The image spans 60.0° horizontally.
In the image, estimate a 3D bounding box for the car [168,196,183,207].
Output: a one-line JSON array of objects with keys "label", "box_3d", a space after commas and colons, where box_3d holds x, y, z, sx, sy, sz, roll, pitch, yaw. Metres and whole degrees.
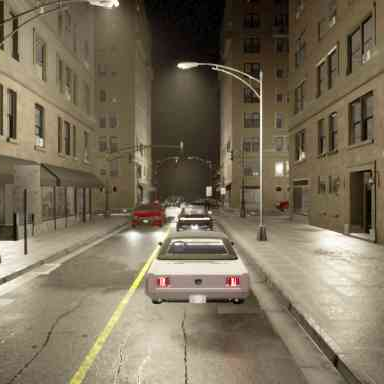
[{"label": "car", "box_3d": [-2.834, 1.398, 48.979, 2.097, 1.767, 4.553, 0, 0, 0]}]

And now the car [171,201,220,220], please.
[{"label": "car", "box_3d": [0.109, 1.499, 18.295, 2.128, 1.511, 4.902, 0, 0, -1]}]

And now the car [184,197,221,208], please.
[{"label": "car", "box_3d": [1.485, 1.528, 39.800, 2.128, 1.511, 4.902, -1, 1, -32]}]

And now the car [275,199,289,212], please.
[{"label": "car", "box_3d": [12.274, 1.353, 38.536, 5.009, 1.841, 2.192, 0, 0, 0]}]

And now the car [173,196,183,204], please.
[{"label": "car", "box_3d": [-2.754, 1.582, 67.658, 1.837, 1.490, 4.892, 0, 0, 1]}]

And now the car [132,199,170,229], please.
[{"label": "car", "box_3d": [-2.746, 1.488, 22.180, 1.882, 1.535, 5.008, 0, 0, 0]}]

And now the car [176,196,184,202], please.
[{"label": "car", "box_3d": [-2.734, 1.616, 77.946, 1.812, 1.442, 4.674, 0, 0, 0]}]

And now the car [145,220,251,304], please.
[{"label": "car", "box_3d": [0.106, 1.602, 8.074, 1.895, 1.301, 4.718, 0, 0, 0]}]
